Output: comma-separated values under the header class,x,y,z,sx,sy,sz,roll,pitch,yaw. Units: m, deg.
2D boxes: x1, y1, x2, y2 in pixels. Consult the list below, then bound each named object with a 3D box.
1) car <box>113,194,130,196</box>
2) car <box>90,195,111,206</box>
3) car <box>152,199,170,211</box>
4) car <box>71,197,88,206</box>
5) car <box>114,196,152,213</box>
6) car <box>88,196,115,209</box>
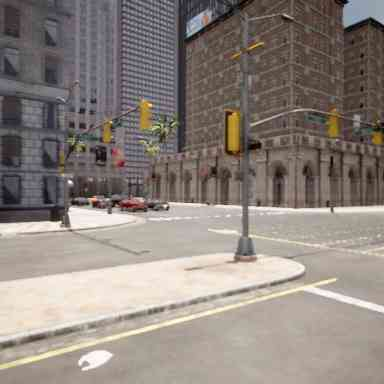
class,x,y,z,sx,sy,sz,roll,pitch,yaw
car,-10.376,1.326,50.185,2.150,2.045,5.566,0,0,-35
car,-16.063,1.457,58.314,2.097,1.767,4.553,0,0,-35
car,-4.637,1.596,42.155,2.128,1.511,4.902,0,0,-36
car,-18.896,1.634,56.227,2.033,1.411,5.357,0,0,-35
car,-7.034,1.564,39.494,1.882,1.535,5.008,0,0,-36
car,-12.848,1.650,47.611,1.994,1.385,4.181,0,0,-35
